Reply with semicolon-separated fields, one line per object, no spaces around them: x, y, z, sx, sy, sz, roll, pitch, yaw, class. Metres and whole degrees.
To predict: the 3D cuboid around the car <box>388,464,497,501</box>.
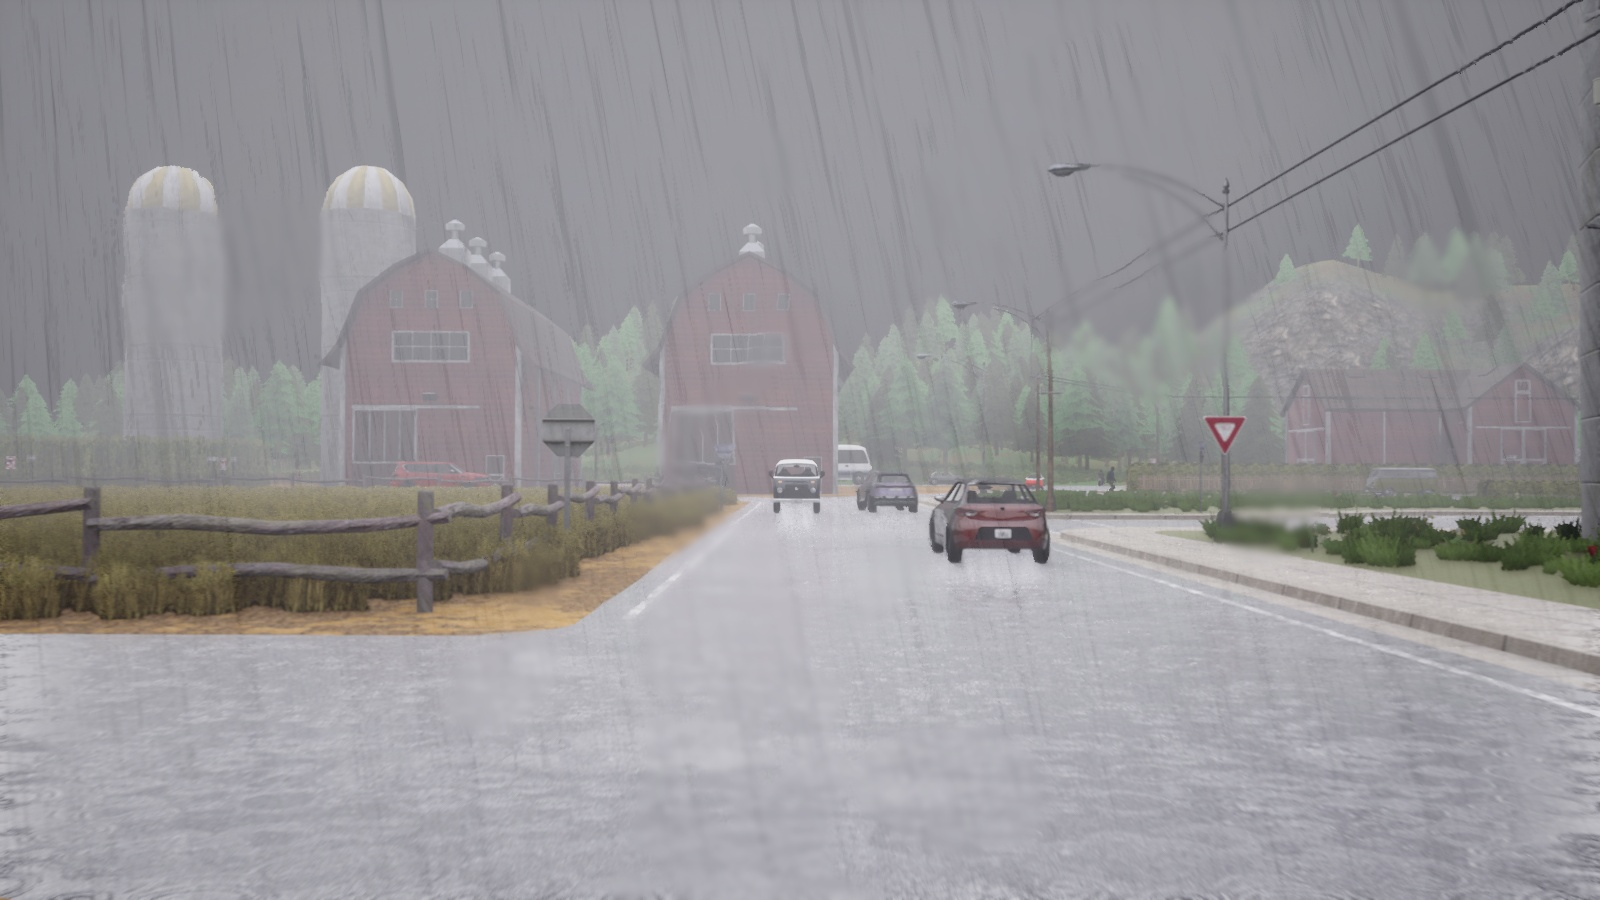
-20.217;1.832;71.202;5.566;2.045;2.150;0;-1;-3;car

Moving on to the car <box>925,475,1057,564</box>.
3.435;1.213;23.281;1.816;1.474;4.193;0;-1;0;car

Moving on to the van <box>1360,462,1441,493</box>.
39.706;1.829;83.079;4.442;1.987;1.775;0;-1;0;van

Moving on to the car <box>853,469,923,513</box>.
3.451;1.588;50.111;2.033;1.649;4.856;0;-1;-5;car

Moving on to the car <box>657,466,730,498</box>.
-6.343;1.915;74.778;3.866;1.878;1.905;-1;-1;17;car

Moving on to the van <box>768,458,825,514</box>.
-0.120;1.364;48.218;2.069;2.038;4.480;0;-1;0;van
